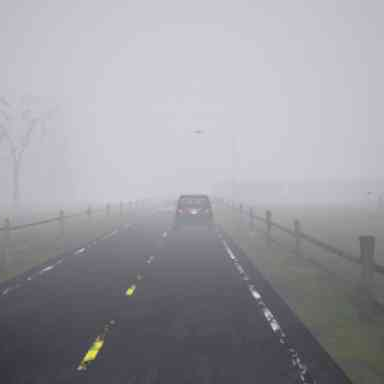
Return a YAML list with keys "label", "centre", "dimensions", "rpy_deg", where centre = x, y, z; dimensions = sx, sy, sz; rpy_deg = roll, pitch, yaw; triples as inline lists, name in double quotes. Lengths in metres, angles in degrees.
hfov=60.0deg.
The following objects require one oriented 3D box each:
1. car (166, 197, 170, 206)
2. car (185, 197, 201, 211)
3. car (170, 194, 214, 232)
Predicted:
- label: "car"
  centre: [-2.728, 1.379, 47.598]
  dimensions: [1.895, 1.301, 4.718]
  rpy_deg: [0, 0, 0]
- label: "car"
  centre: [0.118, 1.328, 38.773]
  dimensions: [1.812, 1.442, 4.674]
  rpy_deg: [0, 0, 0]
- label: "car"
  centre: [0.109, 1.118, 19.584]
  dimensions: [2.150, 2.045, 5.566]
  rpy_deg: [0, 0, 0]
